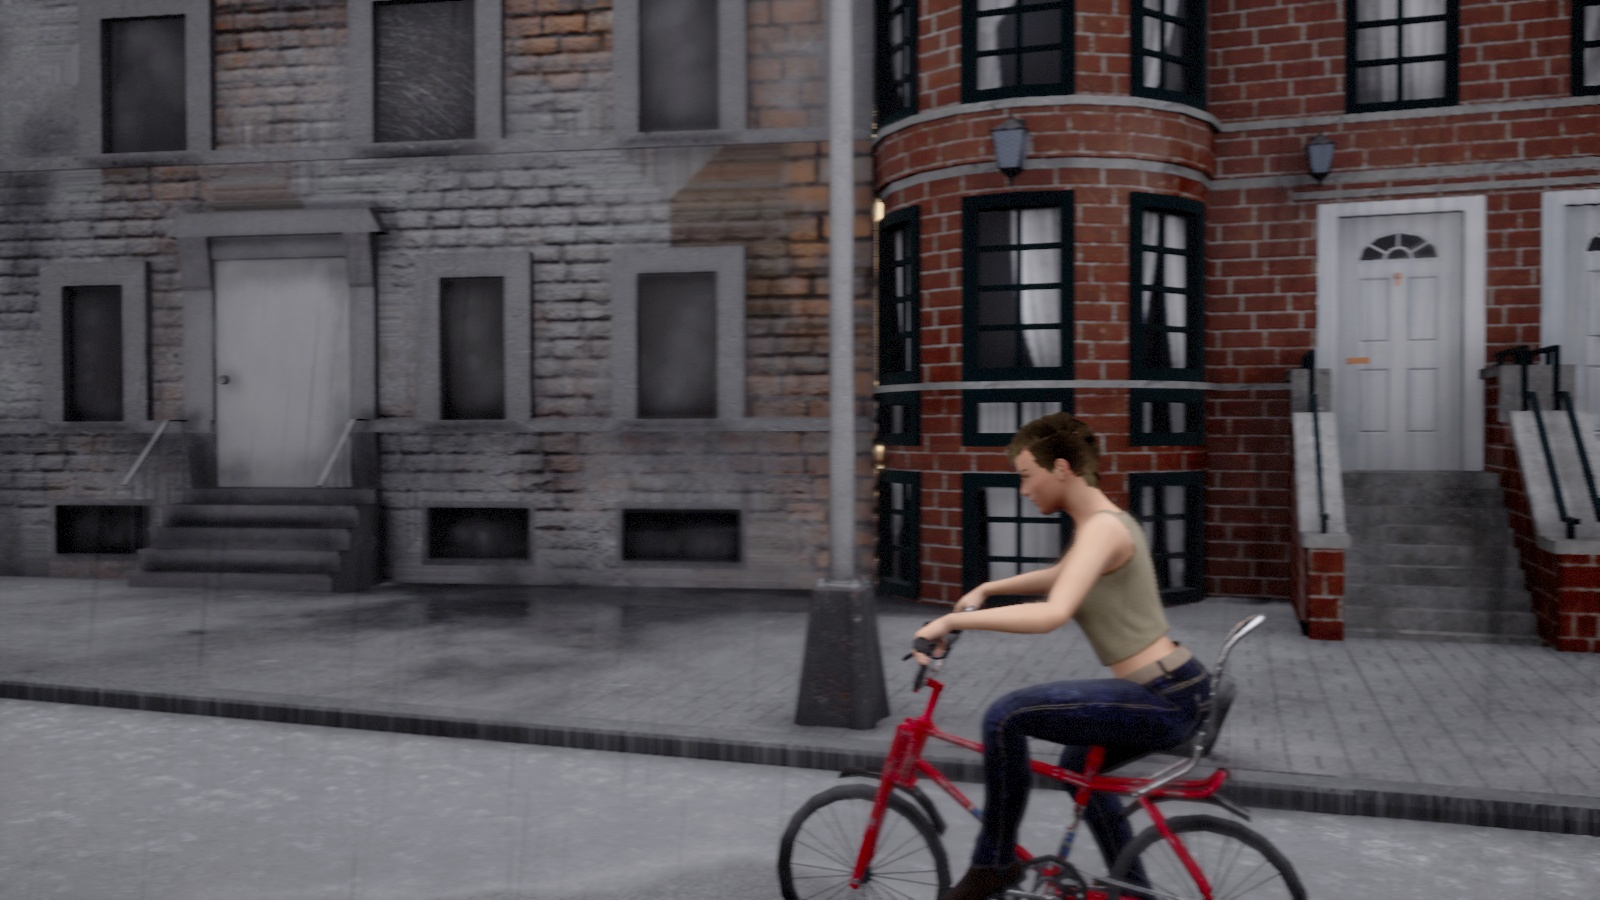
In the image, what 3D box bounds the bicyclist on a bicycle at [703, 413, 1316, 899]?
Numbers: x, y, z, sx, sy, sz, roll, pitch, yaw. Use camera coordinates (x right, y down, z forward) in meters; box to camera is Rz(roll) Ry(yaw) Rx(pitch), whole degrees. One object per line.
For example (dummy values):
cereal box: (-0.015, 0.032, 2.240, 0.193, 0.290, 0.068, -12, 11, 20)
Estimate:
bicyclist on a bicycle: (0.595, 0.708, 3.525, 1.509, 1.612, 0.866, 1, 1, 18)
